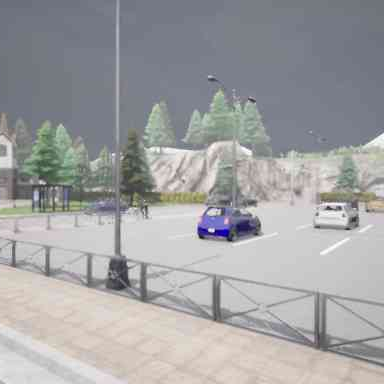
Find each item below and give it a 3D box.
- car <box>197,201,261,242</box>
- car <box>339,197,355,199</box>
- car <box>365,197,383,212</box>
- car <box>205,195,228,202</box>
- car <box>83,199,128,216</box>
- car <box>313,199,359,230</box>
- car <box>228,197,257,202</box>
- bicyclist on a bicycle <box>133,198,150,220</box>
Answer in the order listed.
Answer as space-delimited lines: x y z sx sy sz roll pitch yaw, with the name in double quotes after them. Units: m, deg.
1.836 1.361 15.316 1.845 1.501 3.633 0 0 35 "car"
16.942 1.327 36.519 2.007 1.523 4.514 0 0 35 "car"
19.527 1.330 34.741 2.152 1.636 5.027 0 0 35 "car"
3.754 1.269 48.564 2.097 1.767 4.553 0 0 35 "car"
-8.146 1.445 31.683 1.812 1.442 4.674 0 0 35 "car"
8.570 1.383 19.628 1.970 1.475 3.806 0 0 35 "car"
7.759 1.425 47.857 2.128 1.511 4.902 0 0 38 "car"
-3.784 1.249 24.862 1.656 1.620 0.582 0 0 35 "bicyclist on a bicycle"
